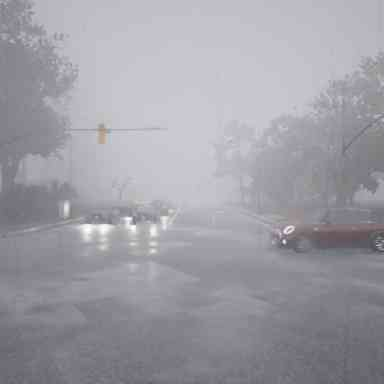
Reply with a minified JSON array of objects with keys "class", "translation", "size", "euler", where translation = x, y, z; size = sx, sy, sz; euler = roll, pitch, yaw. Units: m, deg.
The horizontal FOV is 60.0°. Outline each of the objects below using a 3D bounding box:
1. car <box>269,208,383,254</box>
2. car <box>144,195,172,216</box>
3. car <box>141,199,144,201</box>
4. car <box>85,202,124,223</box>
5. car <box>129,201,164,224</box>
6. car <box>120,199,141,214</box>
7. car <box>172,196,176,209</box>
[{"class":"car","translation":[5.500,1.431,13.462],"size":[4.553,1.767,2.097],"euler":[0,0,-3]},{"class":"car","translation":[-3.580,1.556,35.811],"size":[2.097,1.767,4.553],"euler":[0,0,0]},{"class":"car","translation":[-7.192,1.714,48.130],"size":[1.882,1.535,5.008],"euler":[0,0,-1]},{"class":"car","translation":[-7.073,1.722,26.650],"size":[1.994,1.385,4.181],"euler":[0,0,0]},{"class":"car","translation":[-3.571,1.685,26.830],"size":[1.812,1.442,4.674],"euler":[0,0,0]},{"class":"car","translation":[-7.076,1.680,35.395],"size":[1.882,1.535,5.008],"euler":[0,0,0]},{"class":"car","translation":[-3.680,1.762,47.662],"size":[1.812,1.442,4.674],"euler":[0,0,-1]}]
